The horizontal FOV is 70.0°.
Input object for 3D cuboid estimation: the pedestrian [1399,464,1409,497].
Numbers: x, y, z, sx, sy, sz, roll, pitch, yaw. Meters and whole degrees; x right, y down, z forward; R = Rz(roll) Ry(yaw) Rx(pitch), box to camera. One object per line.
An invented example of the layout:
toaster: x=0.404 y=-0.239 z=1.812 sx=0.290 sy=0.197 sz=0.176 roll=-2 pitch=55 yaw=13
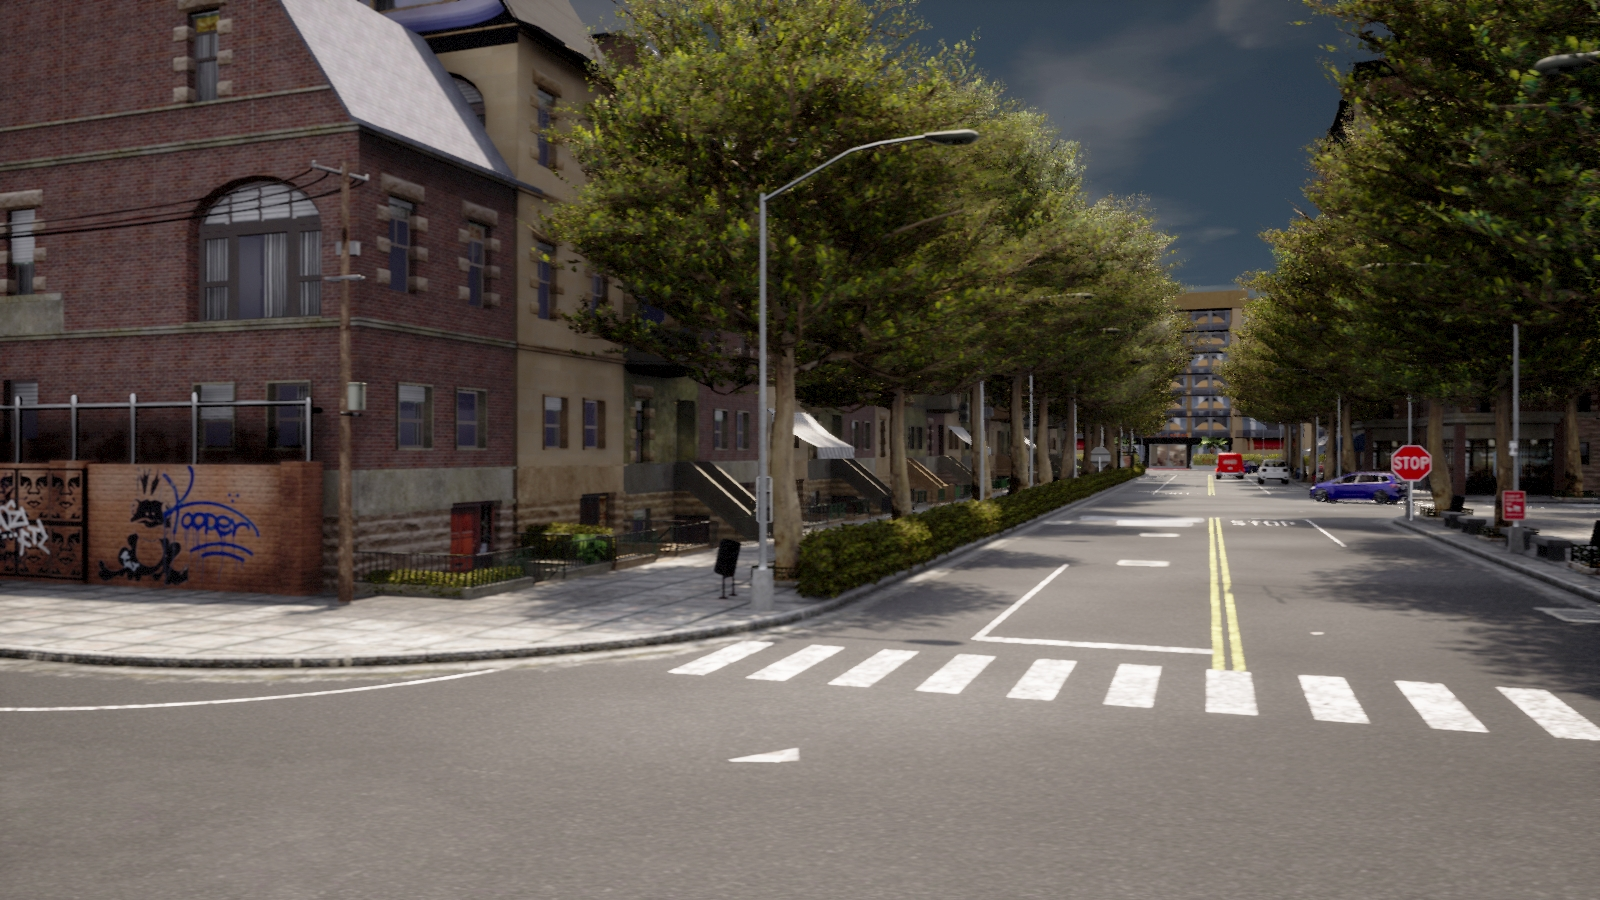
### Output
pedestrian: x=33.832 y=1.695 z=64.030 sx=0.375 sy=1.860 sz=0.375 roll=0 pitch=0 yaw=6

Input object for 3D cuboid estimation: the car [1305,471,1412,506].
car: x=29.327 y=1.967 z=60.102 sx=4.611 sy=1.667 sz=2.242 roll=0 pitch=0 yaw=42
